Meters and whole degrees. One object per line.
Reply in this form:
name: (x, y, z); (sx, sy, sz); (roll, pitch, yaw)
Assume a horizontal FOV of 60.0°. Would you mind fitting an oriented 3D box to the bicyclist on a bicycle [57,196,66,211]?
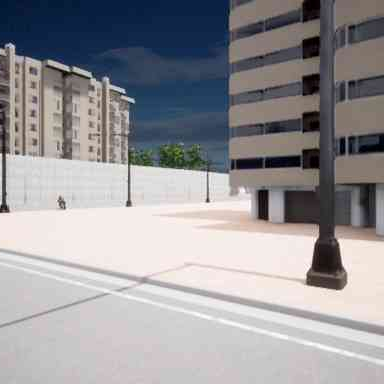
bicyclist on a bicycle: (-14.398, 1.276, 36.574); (1.656, 1.620, 0.582); (0, 0, 36)
